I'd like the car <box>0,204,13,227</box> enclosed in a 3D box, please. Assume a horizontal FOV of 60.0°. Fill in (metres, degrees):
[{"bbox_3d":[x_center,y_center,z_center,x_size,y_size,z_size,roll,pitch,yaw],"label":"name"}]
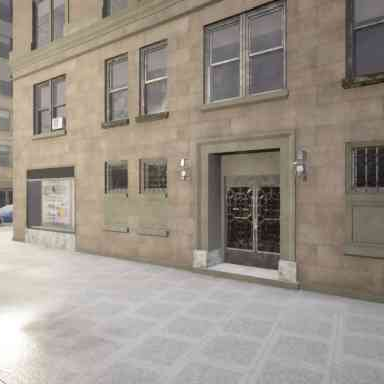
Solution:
[{"bbox_3d":[-11.884,1.512,23.025,2.033,1.411,5.357,0,0,39],"label":"car"}]
